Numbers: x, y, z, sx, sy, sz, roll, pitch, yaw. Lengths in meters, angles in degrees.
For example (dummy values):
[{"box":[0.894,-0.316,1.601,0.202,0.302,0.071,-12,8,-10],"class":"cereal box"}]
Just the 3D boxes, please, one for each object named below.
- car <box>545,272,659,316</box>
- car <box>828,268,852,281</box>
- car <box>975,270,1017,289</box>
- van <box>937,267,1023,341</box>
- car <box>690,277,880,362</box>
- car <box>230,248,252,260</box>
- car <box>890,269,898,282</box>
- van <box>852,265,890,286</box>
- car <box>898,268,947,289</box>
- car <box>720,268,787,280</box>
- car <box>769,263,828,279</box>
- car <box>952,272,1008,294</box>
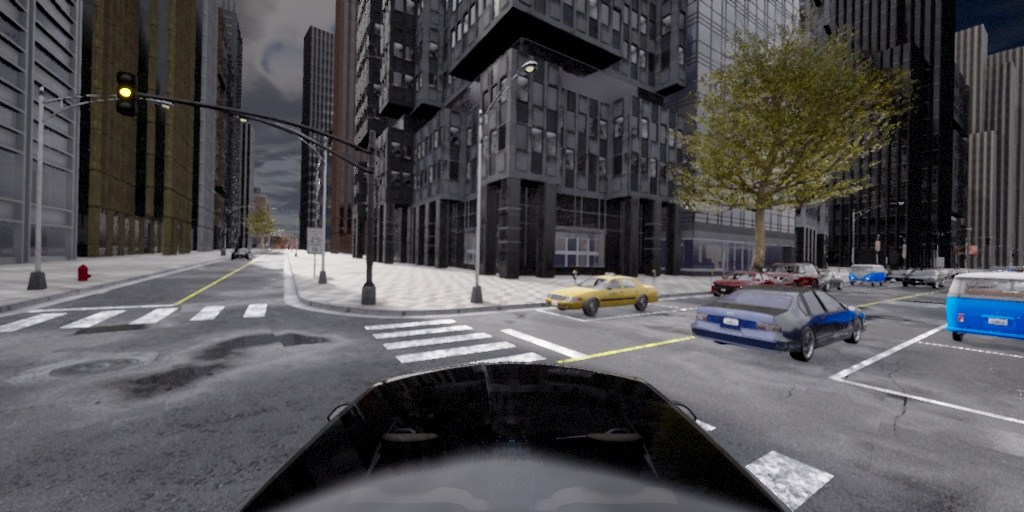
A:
[{"box":[3.457,1.317,13.447,4.829,1.417,1.751,0,0,-33],"class":"car"},{"box":[21.417,1.669,24.945,4.403,1.370,2.007,0,0,-33],"class":"car"},{"box":[43.461,2.041,32.175,4.892,1.490,1.837,1,0,-32],"class":"car"},{"box":[12.745,1.306,9.266,3.998,1.789,1.690,0,0,-33],"class":"van"},{"box":[6.490,1.397,8.531,5.357,1.411,2.033,1,0,-33],"class":"car"},{"box":[-33.738,-0.257,44.767,1.837,1.490,4.892,1,1,-32],"class":"car"},{"box":[39.227,2.019,36.355,4.313,1.339,1.948,0,0,-33],"class":"car"},{"box":[30.322,1.626,30.650,3.998,1.789,1.690,0,0,-33],"class":"van"},{"box":[34.509,1.870,30.043,4.892,1.490,1.837,1,0,-33],"class":"car"},{"box":[12.511,1.499,19.240,4.507,1.381,1.888,0,0,-33],"class":"car"},{"box":[16.964,1.351,22.092,5.009,1.841,2.192,0,0,-33],"class":"car"},{"box":[34.541,1.915,26.421,5.357,1.411,2.033,1,0,-32],"class":"car"}]
